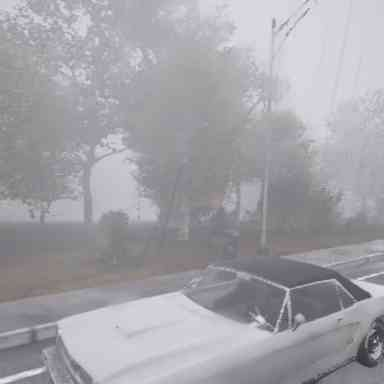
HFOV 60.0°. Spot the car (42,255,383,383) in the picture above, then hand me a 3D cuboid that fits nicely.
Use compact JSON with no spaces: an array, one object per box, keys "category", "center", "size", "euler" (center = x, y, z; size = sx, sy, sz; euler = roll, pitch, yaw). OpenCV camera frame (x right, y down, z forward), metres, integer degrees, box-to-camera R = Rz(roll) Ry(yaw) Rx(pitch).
[{"category":"car","center":[0.749,1.609,4.220],"size":[4.718,1.301,1.895],"euler":[0,0,-36]}]
